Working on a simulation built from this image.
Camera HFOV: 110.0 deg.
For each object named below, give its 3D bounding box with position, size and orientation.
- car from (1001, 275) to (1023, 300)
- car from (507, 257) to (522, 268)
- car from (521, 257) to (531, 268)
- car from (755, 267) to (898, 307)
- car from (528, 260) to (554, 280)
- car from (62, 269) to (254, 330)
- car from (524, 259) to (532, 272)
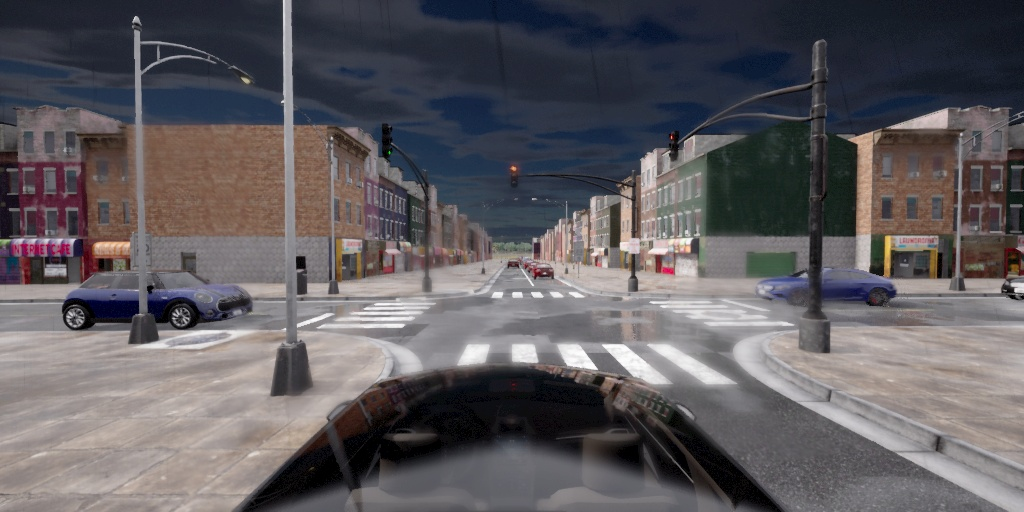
[{"bbox_3d":[22.438,1.087,14.060,4.902,1.511,2.128,0,1,0],"label":"car"},{"bbox_3d":[0.216,1.226,59.284,1.882,1.535,5.008,0,0,0],"label":"car"},{"bbox_3d":[2.742,1.293,53.785,1.888,1.381,4.507,0,0,0],"label":"car"},{"bbox_3d":[12.290,1.165,14.164,4.674,1.442,1.812,0,1,3],"label":"car"},{"bbox_3d":[2.697,1.292,31.655,1.888,1.381,4.507,0,0,0],"label":"car"},{"bbox_3d":[-10.791,1.203,11.184,4.553,1.767,2.097,0,1,0],"label":"car"},{"bbox_3d":[2.719,1.329,42.720,1.802,1.307,4.207,0,0,0],"label":"car"}]
